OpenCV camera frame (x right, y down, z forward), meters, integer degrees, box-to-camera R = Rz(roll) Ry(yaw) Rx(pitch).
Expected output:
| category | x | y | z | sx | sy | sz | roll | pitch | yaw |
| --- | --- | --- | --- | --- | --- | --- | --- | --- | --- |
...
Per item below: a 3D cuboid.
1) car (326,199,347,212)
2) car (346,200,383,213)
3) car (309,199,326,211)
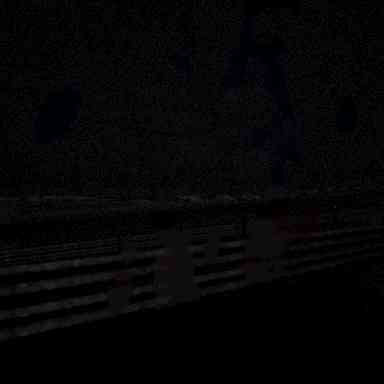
| category | x | y | z | sx | sy | sz | roll | pitch | yaw |
| --- | --- | --- | --- | --- | --- | --- | --- | --- | --- |
| car | 20.145 | 1.788 | 43.472 | 4.181 | 1.385 | 1.994 | -4 | 2 | -24 |
| car | 21.594 | 1.727 | 40.285 | 5.008 | 1.535 | 1.882 | -4 | 2 | -24 |
| car | 18.698 | 1.687 | 46.658 | 4.892 | 1.490 | 1.837 | -4 | 2 | -24 |
